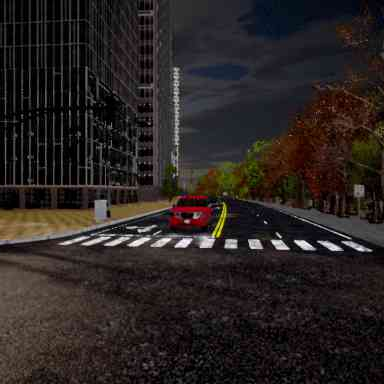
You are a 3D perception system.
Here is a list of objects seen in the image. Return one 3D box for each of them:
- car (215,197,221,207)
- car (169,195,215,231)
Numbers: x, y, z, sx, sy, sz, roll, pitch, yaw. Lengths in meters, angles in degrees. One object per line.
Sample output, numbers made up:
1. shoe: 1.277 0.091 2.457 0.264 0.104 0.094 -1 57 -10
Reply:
1. car: 3.276 1.508 50.004 1.837 1.490 4.892 0 0 5
2. car: 0.072 1.252 21.045 2.150 2.045 5.566 0 0 7
